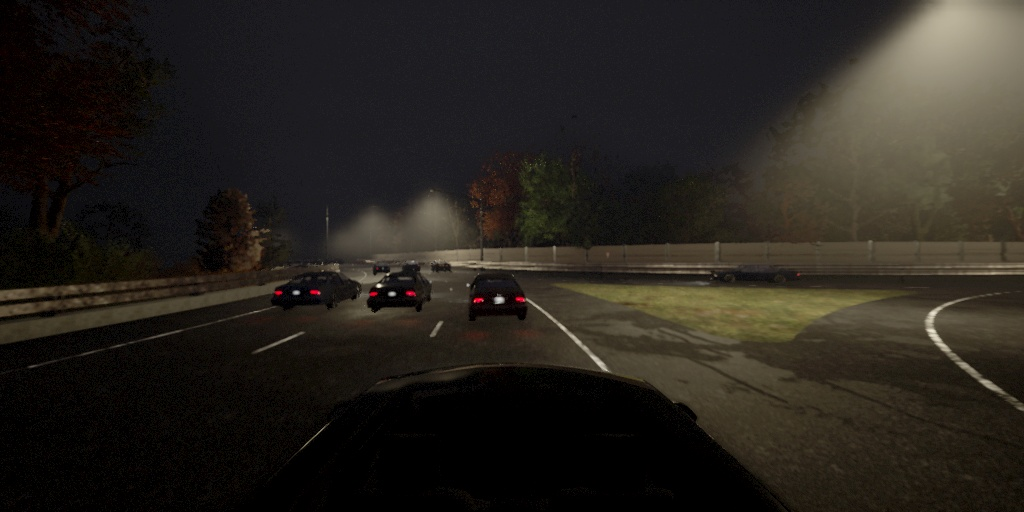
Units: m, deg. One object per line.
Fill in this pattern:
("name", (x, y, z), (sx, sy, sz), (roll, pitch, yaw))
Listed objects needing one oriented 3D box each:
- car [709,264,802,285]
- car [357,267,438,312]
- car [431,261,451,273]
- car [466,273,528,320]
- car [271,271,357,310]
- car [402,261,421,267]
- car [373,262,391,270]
("car", (17.151, 1.271, 25.520), (5.357, 1.411, 2.033), (0, 0, 18))
("car", (-4.369, 1.340, 14.590), (2.033, 1.411, 5.357), (0, 0, -7))
("car", (-8.965, 1.361, 45.155), (2.128, 1.511, 4.902), (0, 0, -22))
("car", (-0.630, 1.321, 12.780), (2.033, 1.411, 5.357), (0, 0, -6))
("car", (-7.937, 1.356, 15.117), (2.033, 1.411, 5.357), (0, 0, -8))
("car", (-12.519, 1.376, 44.569), (2.128, 1.511, 4.902), (0, 0, -23))
("car", (-15.108, 1.436, 41.702), (2.033, 1.411, 5.357), (0, 0, -22))
